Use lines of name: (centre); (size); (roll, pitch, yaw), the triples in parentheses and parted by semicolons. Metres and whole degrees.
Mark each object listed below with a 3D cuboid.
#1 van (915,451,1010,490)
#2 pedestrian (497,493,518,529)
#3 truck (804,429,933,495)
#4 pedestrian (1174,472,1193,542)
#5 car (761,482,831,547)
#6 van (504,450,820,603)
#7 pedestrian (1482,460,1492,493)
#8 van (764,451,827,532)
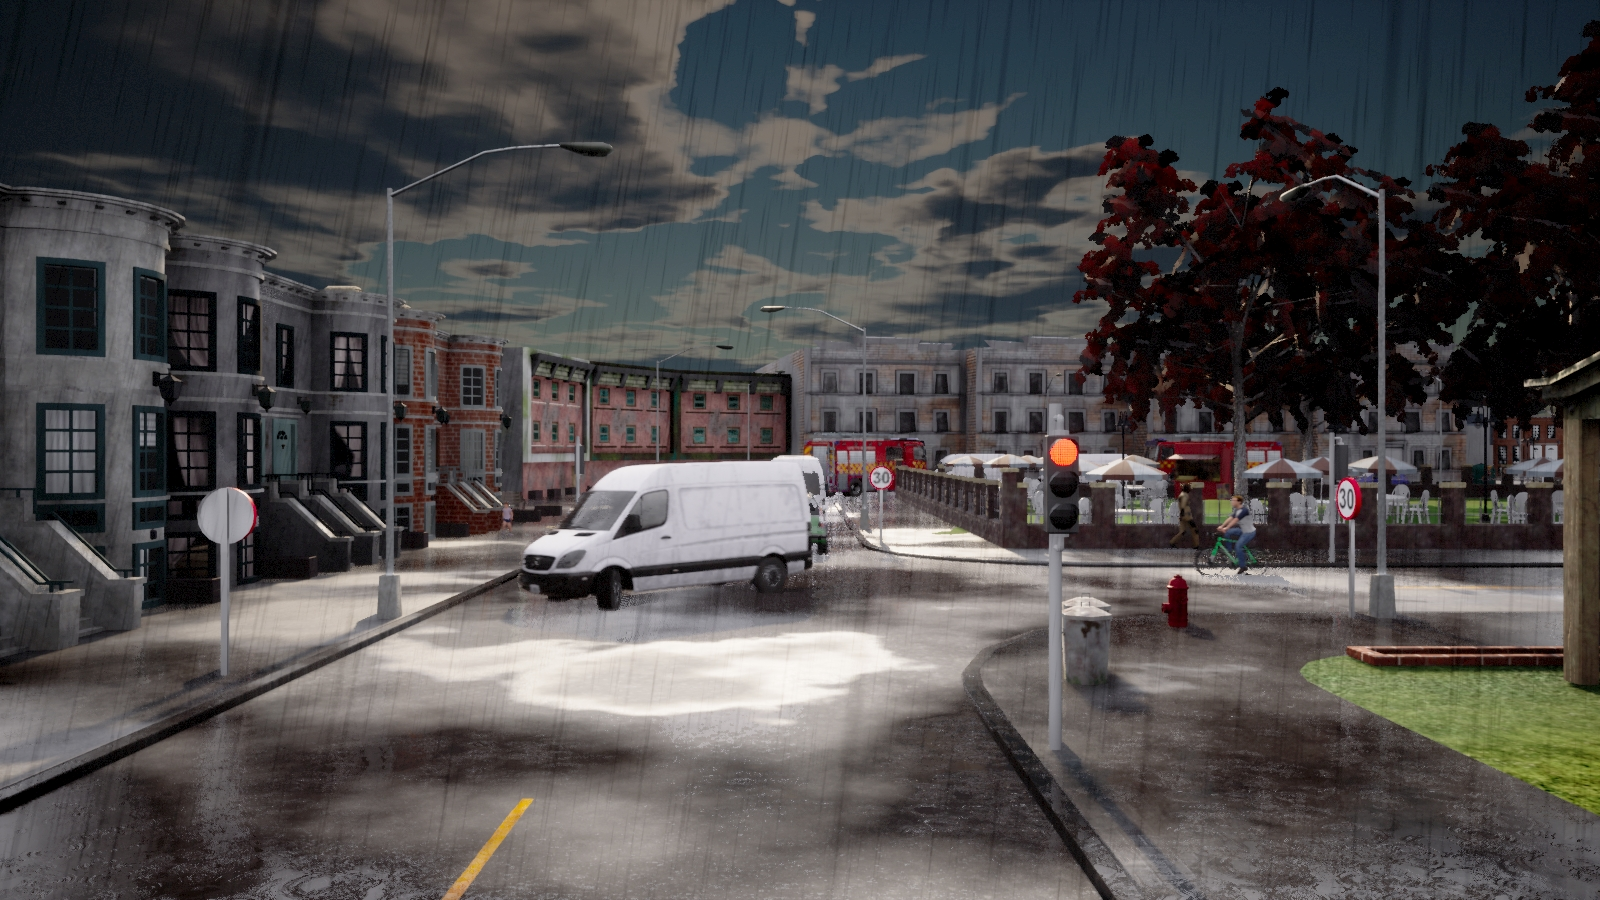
van: (10.550, 1.314, 74.428); (5.915, 2.561, 1.988); (0, 0, 0)
pedestrian: (-9.179, 1.904, 35.833); (0.500, 1.100, 0.500); (0, 0, 7)
truck: (4.295, 0.672, 70.228); (8.468, 3.827, 2.891); (0, 0, -43)
pedestrian: (10.252, 1.517, 30.551); (0.375, 1.860, 0.375); (0, 0, 0)
car: (-0.119, 1.779, 32.373); (1.851, 1.617, 3.988); (0, 0, 0)
van: (-2.465, 1.314, 21.874); (5.915, 2.561, 1.988); (0, -2, -43)
pedestrian: (39.592, 1.524, 65.820); (0.375, 1.860, 0.375); (0, 0, 3)
van: (-0.147, 1.315, 39.074); (1.988, 2.561, 5.915); (0, 0, 0)
